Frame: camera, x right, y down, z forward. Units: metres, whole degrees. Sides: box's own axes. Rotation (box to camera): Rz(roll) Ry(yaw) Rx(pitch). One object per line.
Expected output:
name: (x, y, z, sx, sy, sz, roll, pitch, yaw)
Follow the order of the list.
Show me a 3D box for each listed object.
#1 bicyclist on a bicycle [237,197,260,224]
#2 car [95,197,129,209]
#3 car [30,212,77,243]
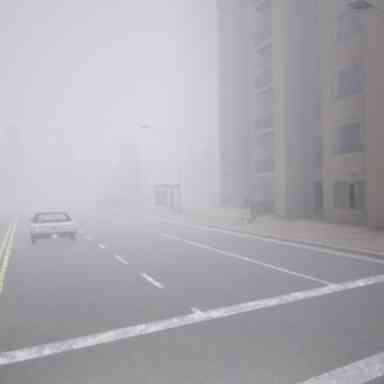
bicyclist on a bicycle: (3.380, 1.112, 19.871, 1.656, 1.620, 0.582, -2, 1, -27)
car: (-10.653, 1.371, 44.671, 2.128, 1.511, 4.902, -1, 1, 37)
car: (-6.943, 1.626, 16.376, 1.895, 1.301, 4.718, -1, 0, -27)
